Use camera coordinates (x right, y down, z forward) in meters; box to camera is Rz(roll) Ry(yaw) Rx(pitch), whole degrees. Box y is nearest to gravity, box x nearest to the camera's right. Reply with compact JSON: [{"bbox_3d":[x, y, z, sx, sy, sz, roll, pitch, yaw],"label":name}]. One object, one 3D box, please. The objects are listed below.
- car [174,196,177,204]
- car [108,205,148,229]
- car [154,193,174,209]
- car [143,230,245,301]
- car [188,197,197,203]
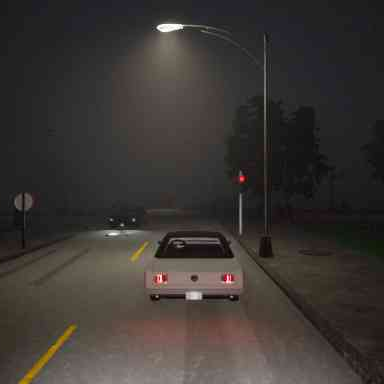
[{"bbox_3d":[-4.017,1.505,63.683,1.837,1.490,4.892,0,0,1],"label":"car"},{"bbox_3d":[-4.089,1.547,22.128,2.033,1.411,5.357,0,0,0],"label":"car"},{"bbox_3d":[-4.068,1.220,46.702,2.150,2.045,5.566,0,0,0],"label":"car"},{"bbox_3d":[0.061,1.601,8.278,1.895,1.301,4.718,0,0,0],"label":"car"},{"bbox_3d":[0.035,1.601,69.468,1.895,1.301,4.718,0,0,0],"label":"car"}]
